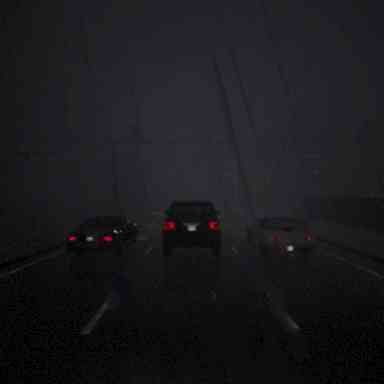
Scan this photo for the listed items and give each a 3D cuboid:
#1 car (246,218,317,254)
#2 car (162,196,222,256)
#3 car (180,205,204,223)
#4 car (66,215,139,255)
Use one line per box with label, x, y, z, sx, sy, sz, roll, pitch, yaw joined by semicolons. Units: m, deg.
car;3.500;1.732;14.041;1.895;1.301;4.718;0;0;0
car;0.000;1.347;13.955;2.150;2.045;5.566;0;0;0
car;-0.013;1.871;29.097;1.895;1.301;4.718;0;0;0
car;-3.501;1.677;13.923;2.033;1.411;5.357;0;0;0
